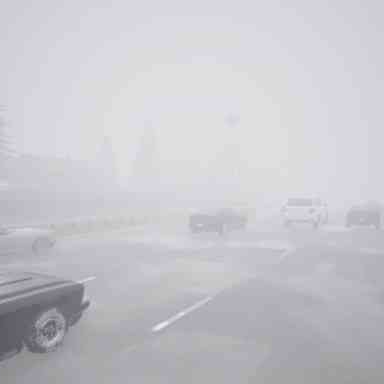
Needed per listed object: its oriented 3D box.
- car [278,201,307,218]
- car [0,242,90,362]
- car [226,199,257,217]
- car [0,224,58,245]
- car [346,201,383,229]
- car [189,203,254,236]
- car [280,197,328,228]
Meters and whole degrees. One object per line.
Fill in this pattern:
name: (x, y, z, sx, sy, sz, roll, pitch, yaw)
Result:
car: (10.425, 1.730, 34.187, 1.812, 1.442, 4.674, 0, 0, 31)
car: (-3.543, 1.632, 3.841, 1.895, 1.301, 4.718, 0, 0, 31)
car: (4.447, 1.546, 30.984, 2.097, 1.767, 4.553, 0, 0, 31)
car: (-7.122, 1.689, 11.516, 1.895, 1.301, 4.718, 0, 0, 31)
car: (11.824, 1.606, 22.844, 1.882, 1.535, 5.008, 0, -1, 31)
car: (1.678, 1.602, 19.476, 1.882, 1.535, 5.008, 0, -1, 31)
car: (8.119, 1.359, 23.463, 2.150, 2.045, 5.566, 0, -1, 31)
